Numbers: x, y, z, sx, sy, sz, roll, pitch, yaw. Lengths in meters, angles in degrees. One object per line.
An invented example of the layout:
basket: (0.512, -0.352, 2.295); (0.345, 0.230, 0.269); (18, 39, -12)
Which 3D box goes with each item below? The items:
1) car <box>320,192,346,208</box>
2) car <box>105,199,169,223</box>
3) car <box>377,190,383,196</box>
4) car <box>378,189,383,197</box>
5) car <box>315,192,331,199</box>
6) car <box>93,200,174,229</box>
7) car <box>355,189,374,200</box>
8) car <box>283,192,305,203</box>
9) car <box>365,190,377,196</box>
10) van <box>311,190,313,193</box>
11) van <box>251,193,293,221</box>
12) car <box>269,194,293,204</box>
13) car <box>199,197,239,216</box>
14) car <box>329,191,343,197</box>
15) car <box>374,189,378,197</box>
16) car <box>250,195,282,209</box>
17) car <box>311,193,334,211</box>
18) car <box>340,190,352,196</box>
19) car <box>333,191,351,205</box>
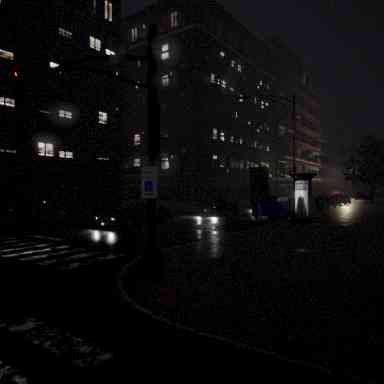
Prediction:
car: (15.569, 0.979, 37.496); (1.887, 1.381, 4.507); (1, 1, 36)
car: (-3.812, 1.283, 23.916); (1.887, 1.381, 4.507); (1, 1, 36)
car: (45.132, 0.315, 78.893); (1.802, 1.307, 4.206); (1, 1, 36)
car: (41.847, 0.356, 74.293); (1.887, 1.381, 4.507); (1, 1, 36)
car: (25.720, 0.621, 65.270); (1.802, 1.307, 4.206); (1, 1, 36)
car: (-3.343, 1.323, 20.351); (2.033, 1.411, 5.357); (0, 1, 36)
car: (28.709, 0.564, 55.892); (1.967, 1.590, 4.097); (1, 1, 36)
car: (15.777, 0.801, 51.346); (1.752, 1.417, 4.829); (1, 1, 36)
car: (44.237, 0.216, 82.070); (1.994, 1.385, 4.181); (0, 1, 36)
van: (19.158, 0.536, 56.076); (1.690, 1.788, 3.998); (1, 1, 36)
van: (5.716, 1.009, 23.693); (1.690, 1.788, 3.998); (1, 1, 36)
car: (12.595, 0.933, 46.891); (1.802, 1.307, 4.206); (1, 1, 36)
car: (2.410, 1.165, 28.405); (1.812, 1.442, 4.674); (0, 1, 35)
car: (32.282, 0.428, 74.458); (1.887, 1.381, 4.507); (1, 1, 36)
car: (31.993, 0.590, 60.494); (1.887, 1.381, 4.507); (1, 1, 36)
car: (8.210, 1.066, 36.525); (1.994, 1.385, 4.181); (0, 1, 35)
car: (12.285, 1.078, 32.897); (1.947, 1.339, 4.313); (1, 1, 36)
car: (38.845, 0.278, 83.648); (2.008, 1.369, 4.403); (1, 1, 36)
car: (18.854, 0.923, 42.096); (1.947, 1.339, 4.313); (1, 1, 36)
